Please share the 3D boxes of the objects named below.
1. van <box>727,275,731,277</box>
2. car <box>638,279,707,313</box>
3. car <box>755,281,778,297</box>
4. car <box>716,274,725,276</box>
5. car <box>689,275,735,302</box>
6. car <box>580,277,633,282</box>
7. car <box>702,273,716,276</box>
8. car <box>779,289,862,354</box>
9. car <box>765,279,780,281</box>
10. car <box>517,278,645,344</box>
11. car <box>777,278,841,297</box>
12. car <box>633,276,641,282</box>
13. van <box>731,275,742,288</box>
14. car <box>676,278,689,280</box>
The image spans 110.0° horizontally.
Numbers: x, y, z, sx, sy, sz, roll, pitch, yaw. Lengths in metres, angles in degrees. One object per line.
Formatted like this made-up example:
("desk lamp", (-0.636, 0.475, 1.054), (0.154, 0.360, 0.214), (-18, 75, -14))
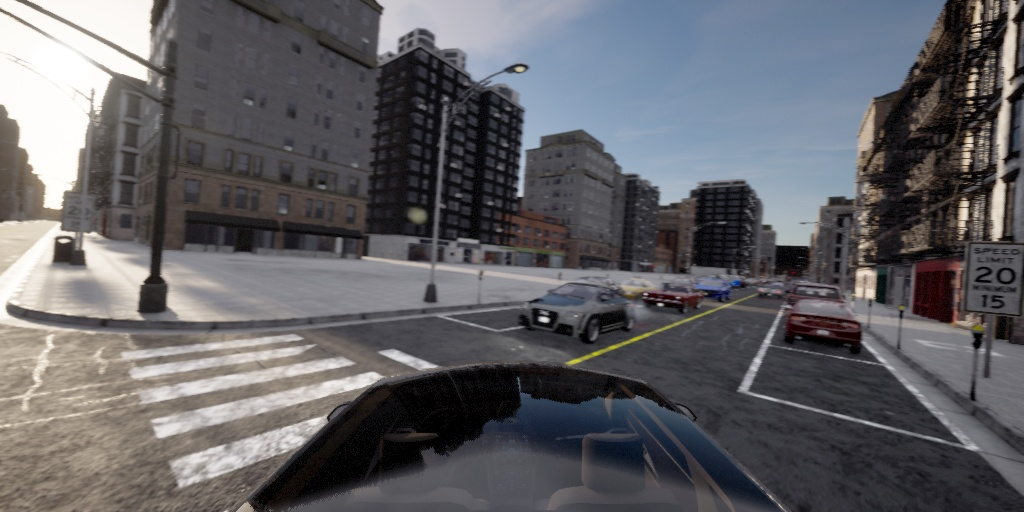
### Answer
("van", (24.875, 3.149, 43.310), (1.690, 1.789, 3.998), (0, 0, 39))
("car", (8.250, 2.037, 18.278), (1.895, 1.301, 4.718), (4, 0, 39))
("car", (25.415, 3.418, 35.121), (1.895, 1.301, 4.718), (4, 0, 39))
("car", (21.344, 2.835, 38.870), (2.192, 1.841, 5.009), (0, 0, 39))
("car", (14.812, 2.448, 26.497), (1.882, 1.535, 5.008), (4, 0, 38))
("car", (3.691, 1.632, 16.670), (2.007, 1.370, 4.403), (0, 0, 39))
("car", (17.814, 2.672, 34.430), (1.967, 1.591, 4.097), (0, 0, 39))
("car", (9.947, 2.089, 11.665), (1.888, 1.381, 4.507), (0, 0, 39))
("car", (32.603, 3.929, 44.161), (1.812, 1.442, 4.674), (4, 0, 39))
("car", (2.038, 1.494, 10.457), (1.994, 1.385, 4.181), (4, 0, 39))
("car", (13.477, 2.146, 16.105), (2.192, 1.841, 5.009), (0, 0, 39))
("car", (7.115, 1.895, 20.977), (1.751, 1.417, 4.829), (0, 0, 39))
("van", (31.936, 3.725, 52.190), (1.690, 1.789, 3.998), (0, 0, 39))
("car", (14.283, 2.489, 29.990), (1.888, 1.381, 4.507), (0, 0, 39))
